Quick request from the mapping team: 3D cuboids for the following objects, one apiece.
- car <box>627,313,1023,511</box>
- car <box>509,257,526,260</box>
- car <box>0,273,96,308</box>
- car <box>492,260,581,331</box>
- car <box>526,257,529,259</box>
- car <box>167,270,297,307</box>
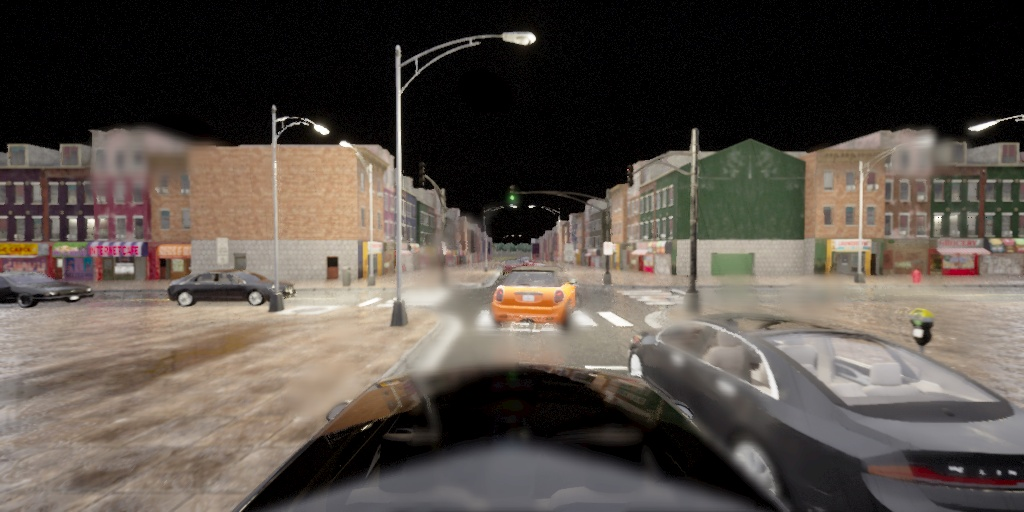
[{"bbox_3d":[2.637,1.302,3.931,2.007,1.370,4.403,0,0,0],"label":"car"},{"bbox_3d":[0.099,1.134,38.139,2.097,1.767,4.553,0,0,0],"label":"car"},{"bbox_3d":[-22.082,1.495,15.886,5.357,1.411,2.033,-1,1,-1],"label":"car"},{"bbox_3d":[0.922,1.112,11.294,2.097,1.767,4.553,0,0,13],"label":"car"},{"bbox_3d":[2.635,1.349,58.506,1.888,1.381,4.507,0,0,0],"label":"car"},{"bbox_3d":[-12.239,1.378,15.857,4.892,1.490,1.837,0,1,-2],"label":"car"}]
